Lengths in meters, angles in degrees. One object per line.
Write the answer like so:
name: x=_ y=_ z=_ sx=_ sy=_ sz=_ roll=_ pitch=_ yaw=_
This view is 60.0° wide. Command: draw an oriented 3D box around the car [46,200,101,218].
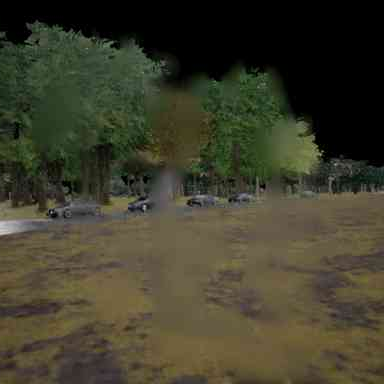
car: x=-9.454 y=1.330 z=26.739 sx=1.994 sy=1.385 sz=4.181 roll=-3 pitch=-1 yaw=36

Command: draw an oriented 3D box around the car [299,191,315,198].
car: x=22.989 y=0.452 z=66.266 sx=2.033 sy=1.411 sz=5.357 roll=-3 pitch=-1 yaw=35

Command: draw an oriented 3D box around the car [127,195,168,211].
car: x=-4.467 y=1.133 z=33.824 sx=1.837 sy=1.490 sz=4.892 roll=-3 pitch=-1 yaw=35

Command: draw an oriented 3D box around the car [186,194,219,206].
car: x=1.439 y=1.020 z=42.164 sx=2.033 sy=1.411 sz=5.357 roll=-3 pitch=-1 yaw=35

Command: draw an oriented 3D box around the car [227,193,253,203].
car: x=7.387 y=0.869 z=50.522 sx=2.033 sy=1.411 sz=5.357 roll=-3 pitch=-1 yaw=36
